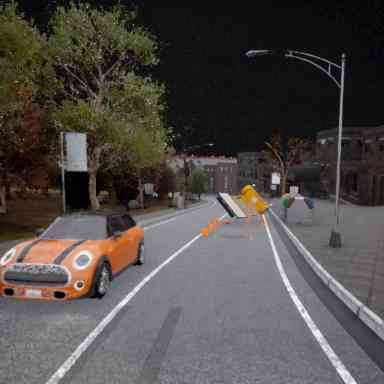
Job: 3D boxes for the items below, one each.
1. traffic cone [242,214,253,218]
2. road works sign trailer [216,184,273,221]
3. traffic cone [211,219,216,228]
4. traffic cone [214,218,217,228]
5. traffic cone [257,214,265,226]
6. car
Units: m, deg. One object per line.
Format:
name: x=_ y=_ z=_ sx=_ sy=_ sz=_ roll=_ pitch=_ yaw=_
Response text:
traffic cone: x=3.684 y=1.933 z=21.994 sx=0.340 sy=0.580 sz=0.340 roll=2 pitch=2 yaw=7
road works sign trailer: x=3.300 y=1.101 z=23.631 sx=3.560 sy=2.880 sz=2.380 roll=4 pitch=42 yaw=-51
traffic cone: x=0.984 y=1.906 z=18.476 sx=0.340 sy=0.580 sz=0.340 roll=1 pitch=0 yaw=11
traffic cone: x=1.358 y=1.901 z=20.439 sx=0.340 sy=0.580 sz=0.340 roll=1 pitch=0 yaw=11
traffic cone: x=4.673 y=1.953 z=21.970 sx=0.340 sy=0.580 sz=0.340 roll=1 pitch=0 yaw=20
car: x=-2.679 y=1.300 z=8.447 sx=2.097 sy=1.767 sz=4.553 roll=1 pitch=0 yaw=7
